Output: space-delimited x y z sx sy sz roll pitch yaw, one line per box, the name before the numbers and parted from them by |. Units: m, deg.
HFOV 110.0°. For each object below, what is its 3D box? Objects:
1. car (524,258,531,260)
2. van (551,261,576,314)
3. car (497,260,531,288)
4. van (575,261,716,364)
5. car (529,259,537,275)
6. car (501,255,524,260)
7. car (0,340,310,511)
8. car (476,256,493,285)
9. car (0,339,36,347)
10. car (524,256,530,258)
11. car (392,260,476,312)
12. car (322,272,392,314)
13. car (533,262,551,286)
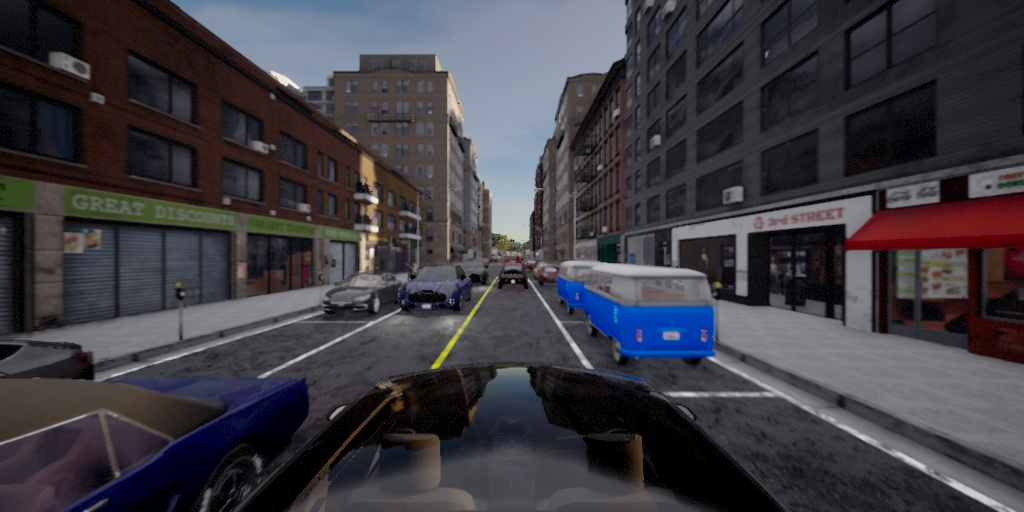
car | 2.664 1.251 47.558 1.888 1.381 4.507 0 0 0
van | 2.643 1.082 13.464 1.690 1.789 3.998 0 0 0
car | 0.079 1.236 23.593 1.837 1.490 4.892 0 1 0
van | 2.640 1.087 7.781 1.690 1.789 3.998 0 0 0
car | 2.653 1.249 30.681 1.751 1.417 4.829 0 0 0
car | 0.120 0.928 45.525 2.150 2.045 5.566 0 0 0
car | -2.852 1.350 1.168 1.895 1.301 4.718 0 0 0
car | -2.736 1.077 25.794 2.097 1.767 4.553 0 0 0
car | -5.389 1.312 2.104 1.948 1.339 4.313 0 0 0
car | 2.667 1.139 53.240 1.967 1.591 4.097 0 0 0
car | -2.823 1.091 14.163 2.097 1.767 4.553 0 0 0
car | -5.382 1.287 13.468 2.007 1.370 4.403 0 0 0
car | 2.650 1.311 24.828 1.802 1.307 4.207 0 0 0
